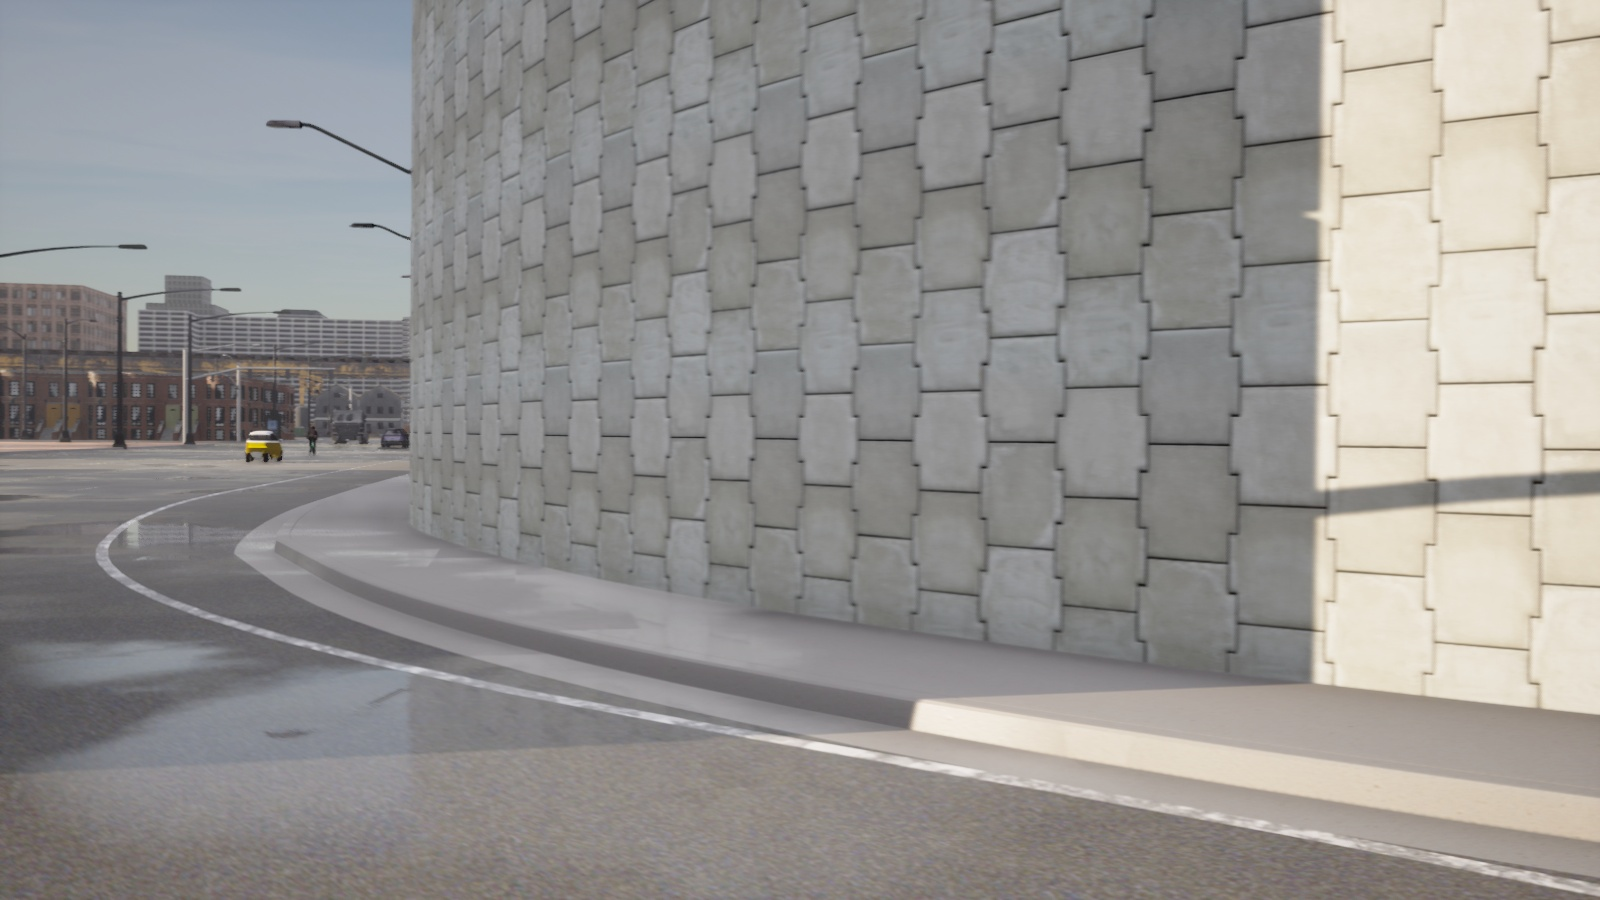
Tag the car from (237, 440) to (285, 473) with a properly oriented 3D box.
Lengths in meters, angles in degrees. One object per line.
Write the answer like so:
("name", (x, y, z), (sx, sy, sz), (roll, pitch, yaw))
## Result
("car", (-23.686, 0.262, 55.271), (1.481, 1.376, 2.207), (-1, 1, -11))
